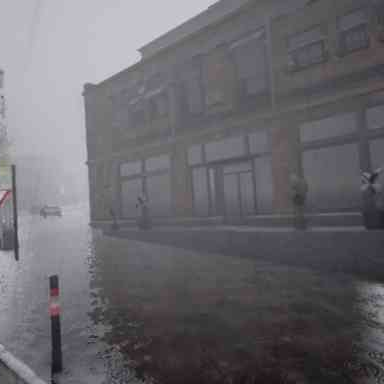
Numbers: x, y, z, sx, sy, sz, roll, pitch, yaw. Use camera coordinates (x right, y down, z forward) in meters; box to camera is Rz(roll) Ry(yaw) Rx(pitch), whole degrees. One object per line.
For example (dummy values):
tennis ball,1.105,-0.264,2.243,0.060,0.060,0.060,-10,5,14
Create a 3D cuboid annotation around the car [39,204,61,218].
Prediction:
car,-16.666,2.150,38.887,2.128,1.511,4.902,-2,-1,-31
